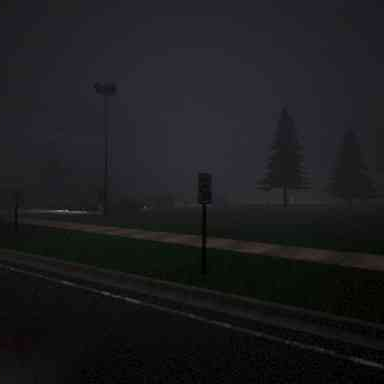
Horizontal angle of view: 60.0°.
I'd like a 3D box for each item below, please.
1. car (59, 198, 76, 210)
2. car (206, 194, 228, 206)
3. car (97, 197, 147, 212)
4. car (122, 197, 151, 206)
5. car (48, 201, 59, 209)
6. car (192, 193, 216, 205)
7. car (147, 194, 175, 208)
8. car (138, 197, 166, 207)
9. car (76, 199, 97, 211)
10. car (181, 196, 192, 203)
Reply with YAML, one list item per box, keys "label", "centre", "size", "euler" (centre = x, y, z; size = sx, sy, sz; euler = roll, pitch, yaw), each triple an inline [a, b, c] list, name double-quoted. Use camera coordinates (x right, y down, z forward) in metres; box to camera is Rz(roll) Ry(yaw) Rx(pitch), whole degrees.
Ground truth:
- label: "car"
  centre: [-14.355, 1.626, 42.937]
  size: [1.994, 1.385, 4.181]
  euler: [0, 0, 35]
- label: "car"
  centre: [4.585, 1.558, 57.761]
  size: [1.837, 1.490, 4.892]
  euler: [0, -1, 35]
- label: "car"
  centre: [-8.195, 1.598, 39.532]
  size: [2.033, 1.411, 5.357]
  euler: [0, 0, 35]
- label: "car"
  centre: [-9.329, 1.573, 56.219]
  size: [1.837, 1.490, 4.892]
  euler: [0, 0, 35]
- label: "car"
  centre: [-17.005, 1.546, 45.255]
  size: [1.882, 1.535, 5.008]
  euler: [0, 0, 35]
- label: "car"
  centre: [2.997, 1.280, 61.577]
  size: [2.150, 2.045, 5.566]
  euler: [0, 0, 36]
- label: "car"
  centre: [-4.819, 1.276, 50.468]
  size: [2.150, 2.045, 5.566]
  euler: [0, 0, 35]
- label: "car"
  centre: [-6.460, 1.589, 54.201]
  size: [1.812, 1.442, 4.674]
  euler: [0, 0, 35]
- label: "car"
  centre: [-11.196, 1.604, 41.348]
  size: [2.033, 1.411, 5.357]
  euler: [0, 0, 35]
- label: "car"
  centre: [-0.368, 1.567, 68.873]
  size: [1.994, 1.385, 4.181]
  euler: [0, 0, 35]
